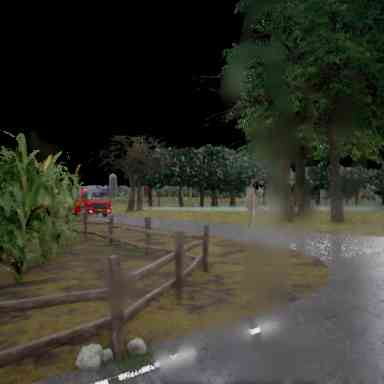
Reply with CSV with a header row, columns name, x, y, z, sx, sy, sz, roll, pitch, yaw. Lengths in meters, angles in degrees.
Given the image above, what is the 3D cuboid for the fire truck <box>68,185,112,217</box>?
name,x,y,z,sx,sy,sz,roll,pitch,yaw
fire truck,-13.116,1.134,41.965,2.891,3.827,8.468,1,-2,-36
